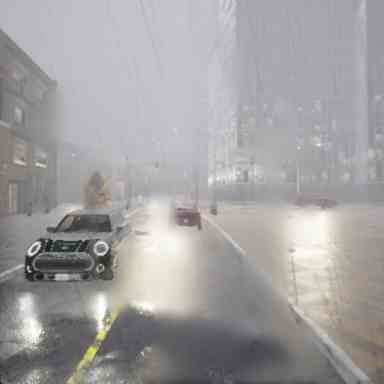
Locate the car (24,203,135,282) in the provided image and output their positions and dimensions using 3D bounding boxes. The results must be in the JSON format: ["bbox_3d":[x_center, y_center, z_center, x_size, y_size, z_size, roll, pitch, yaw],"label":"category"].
[{"bbox_3d":[-3.003,1.335,9.788,2.097,1.767,4.553,0,0,-1],"label":"car"}]

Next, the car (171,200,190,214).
[{"bbox_3d":[-1.305,1.537,35.604,1.895,1.301,4.718,0,0,-4],"label":"car"}]

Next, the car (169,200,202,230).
[{"bbox_3d":[-0.436,1.440,20.900,1.882,1.535,5.008,0,0,-2],"label":"car"}]

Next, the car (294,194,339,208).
[{"bbox_3d":[14.761,1.105,39.813,5.009,1.841,2.192,0,-1,16],"label":"car"}]

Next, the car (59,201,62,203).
[{"bbox_3d":[-21.903,1.471,50.624,4.313,1.339,1.947,0,-1,16],"label":"car"}]
